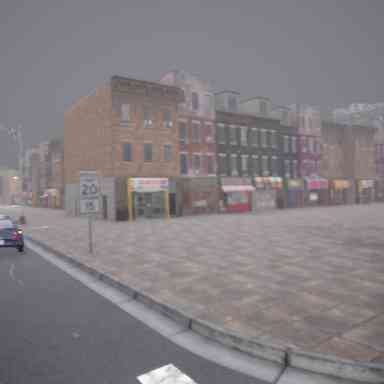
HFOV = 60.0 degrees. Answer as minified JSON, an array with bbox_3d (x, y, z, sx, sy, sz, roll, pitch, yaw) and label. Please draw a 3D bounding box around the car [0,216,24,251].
[{"bbox_3d":[-8.418,1.733,14.120,1.812,1.442,4.674,-2,0,-36],"label":"car"}]
